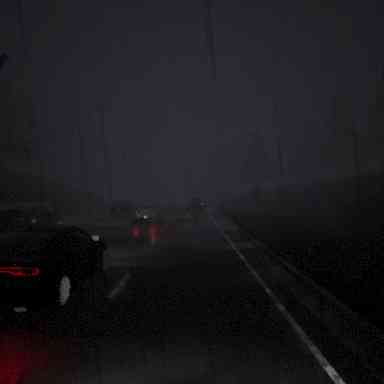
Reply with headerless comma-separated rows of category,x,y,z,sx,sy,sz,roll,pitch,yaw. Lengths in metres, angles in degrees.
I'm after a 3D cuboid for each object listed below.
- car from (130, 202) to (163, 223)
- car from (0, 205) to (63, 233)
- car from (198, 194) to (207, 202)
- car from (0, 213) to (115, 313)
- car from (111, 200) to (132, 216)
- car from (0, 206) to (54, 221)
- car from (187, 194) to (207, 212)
car,-3.372,1.606,26.506,1.812,1.442,4.674,0,0,0
car,-10.397,1.613,21.418,2.033,1.411,5.357,0,0,0
car,2.656,1.477,83.337,2.150,2.045,5.566,0,0,3
car,-3.400,1.502,7.849,1.882,1.535,5.008,0,0,0
car,-6.752,1.580,33.602,1.882,1.535,5.008,0,0,1
car,-6.900,1.389,12.073,2.097,1.767,4.553,0,0,0
car,0.511,1.477,41.184,2.097,1.767,4.553,0,0,2
